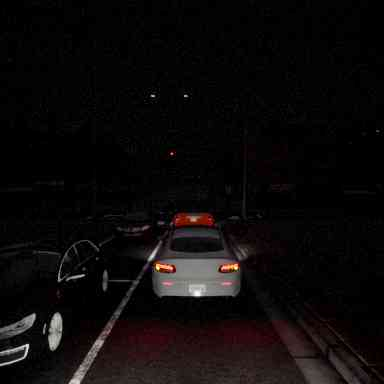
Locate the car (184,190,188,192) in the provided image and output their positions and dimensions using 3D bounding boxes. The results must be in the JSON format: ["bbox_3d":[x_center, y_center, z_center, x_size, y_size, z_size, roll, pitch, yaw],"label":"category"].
[{"bbox_3d":[-2.777,1.131,93.371,2.192,1.841,5.009,-1,1,0],"label":"car"}]

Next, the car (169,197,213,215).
[{"bbox_3d":[0.076,1.353,18.086,2.097,1.767,4.553,0,0,0],"label":"car"}]

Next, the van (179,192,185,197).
[{"bbox_3d":[-2.748,1.359,65.658,1.690,1.788,3.998,-1,0,0],"label":"van"}]

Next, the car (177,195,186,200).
[{"bbox_3d":[-2.768,1.429,87.822,2.008,1.369,4.403,-1,0,0],"label":"car"}]

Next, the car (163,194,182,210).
[{"bbox_3d":[-2.721,1.483,43.502,1.967,1.590,4.097,-2,0,0],"label":"car"}]

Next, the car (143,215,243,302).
[{"bbox_3d":[0.090,1.523,8.123,1.812,1.442,4.674,0,0,0],"label":"car"}]

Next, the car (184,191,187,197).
[{"bbox_3d":[-2.755,1.307,71.201,2.192,1.841,5.009,-1,0,0],"label":"car"}]

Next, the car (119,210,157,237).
[{"bbox_3d":[-2.680,1.582,16.724,1.802,1.307,4.206,-2,0,0],"label":"car"}]

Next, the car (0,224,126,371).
[{"bbox_3d":[-2.666,1.548,5.830,2.008,1.369,4.403,-2,0,0],"label":"car"}]
